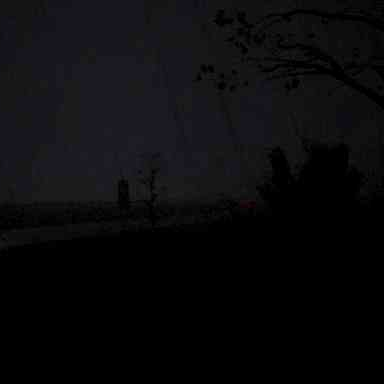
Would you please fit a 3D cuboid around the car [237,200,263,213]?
[{"bbox_3d":[6.267,1.619,36.959,1.882,1.535,5.008,0,0,35],"label":"car"}]
